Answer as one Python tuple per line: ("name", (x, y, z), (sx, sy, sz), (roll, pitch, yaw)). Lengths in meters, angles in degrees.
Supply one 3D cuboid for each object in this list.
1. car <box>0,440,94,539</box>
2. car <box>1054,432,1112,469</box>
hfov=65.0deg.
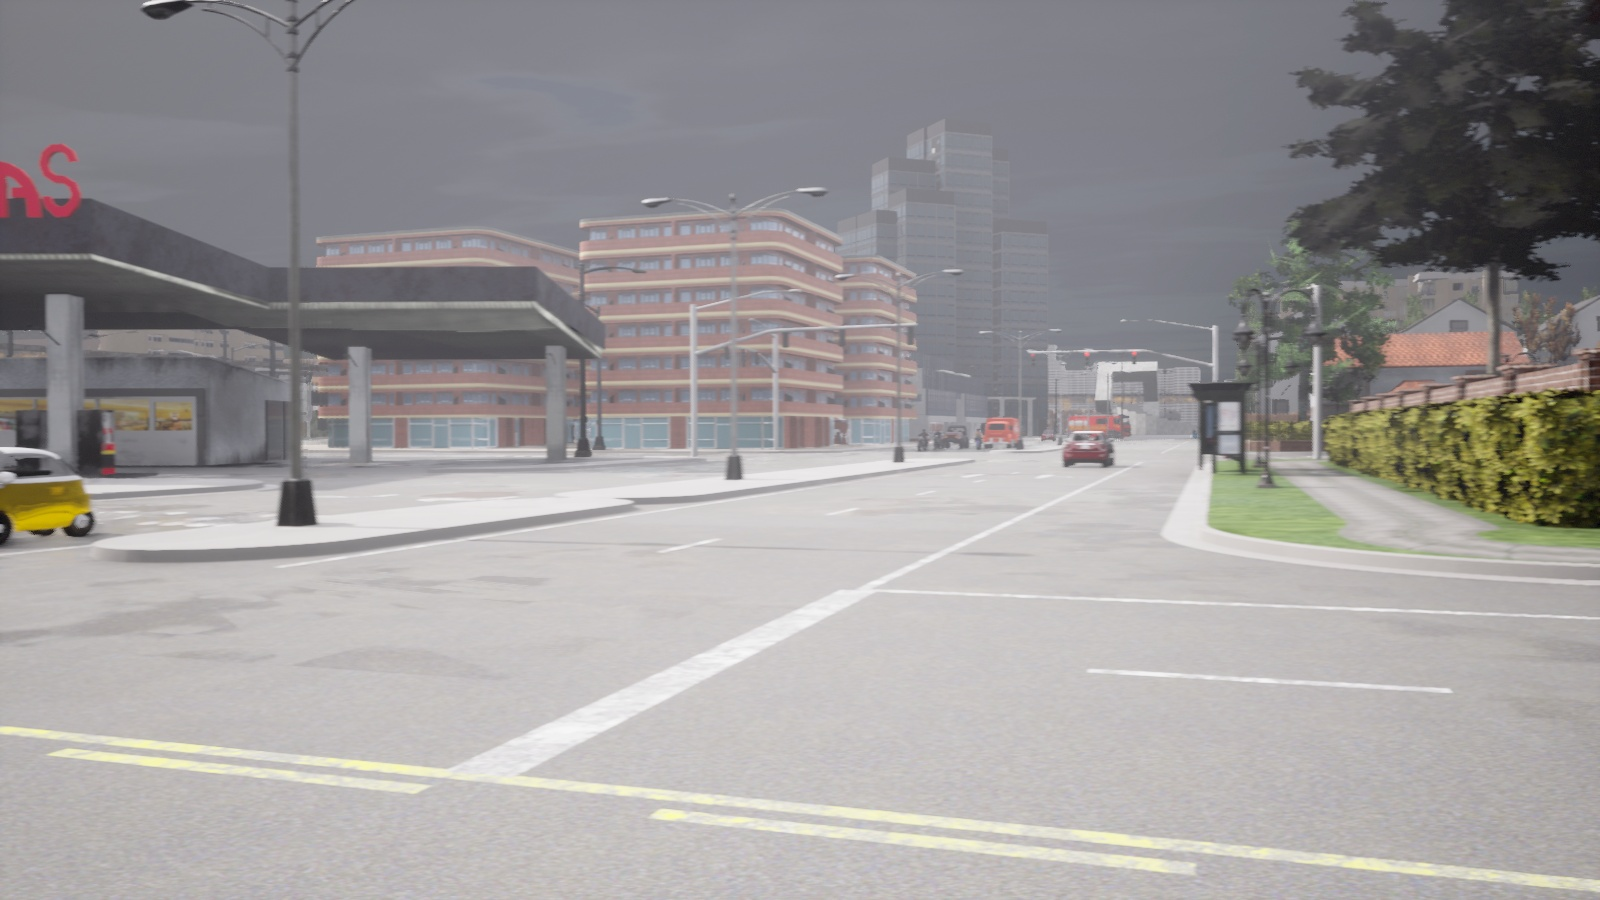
("car", (-11.716, 0.546, 18.138), (1.481, 1.376, 2.207), (1, 1, 21))
("car", (11.794, 0.000, 52.212), (1.970, 1.475, 3.806), (1, 1, 18))
